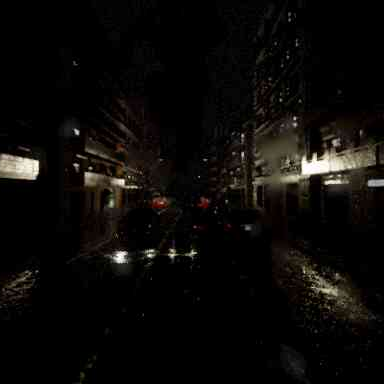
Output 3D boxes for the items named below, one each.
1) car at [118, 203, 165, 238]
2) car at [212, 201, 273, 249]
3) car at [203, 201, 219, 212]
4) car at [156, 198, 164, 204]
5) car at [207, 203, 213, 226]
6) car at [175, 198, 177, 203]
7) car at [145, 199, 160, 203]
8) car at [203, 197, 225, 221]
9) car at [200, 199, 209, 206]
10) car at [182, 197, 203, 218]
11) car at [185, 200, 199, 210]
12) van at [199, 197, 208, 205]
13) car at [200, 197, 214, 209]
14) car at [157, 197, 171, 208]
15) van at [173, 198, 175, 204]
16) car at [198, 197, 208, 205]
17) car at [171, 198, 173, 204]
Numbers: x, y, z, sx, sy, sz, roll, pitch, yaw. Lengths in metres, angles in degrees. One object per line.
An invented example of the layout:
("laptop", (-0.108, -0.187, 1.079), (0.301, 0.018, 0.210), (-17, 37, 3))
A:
("car", (-2.856, 1.645, 18.919), (1.882, 1.535, 5.008), (0, -1, 0))
("car", (2.257, 1.490, 15.470), (2.097, 1.767, 4.553), (0, -1, 0))
("car", (2.544, 1.986, 45.161), (1.802, 1.307, 4.206), (-1, -1, 0))
("car", (-5.337, 1.948, 45.250), (1.887, 1.381, 4.507), (-1, -1, 0))
("car", (2.548, 1.833, 28.168), (1.802, 1.307, 4.206), (-1, -1, 0))
("car", (-5.349, 2.202, 84.808), (1.967, 1.590, 4.097), (-1, -1, 0))
("car", (-5.336, 1.897, 39.598), (1.887, 1.381, 4.507), (-1, -1, 0))
("car", (2.543, 1.617, 33.835), (2.192, 1.841, 5.009), (-1, -1, 0))
("car", (2.538, 2.191, 67.817), (1.802, 1.307, 4.206), (-1, -1, 0))
("car", (0.037, 1.565, 38.398), (2.150, 2.045, 5.566), (0, 0, 1))
("car", (-0.014, 2.022, 51.171), (1.994, 1.385, 4.181), (0, -1, 0))
("van", (2.533, 2.001, 73.483), (1.690, 1.788, 3.998), (-1, -1, 0))
("car", (2.537, 1.821, 56.491), (2.192, 1.841, 5.009), (-1, -1, 0))
("car", (-5.343, 1.821, 56.553), (2.192, 1.841, 5.009), (-1, -1, 0))
("van", (-5.347, 2.000, 73.507), (1.690, 1.788, 3.998), (-1, -1, 0))
("car", (2.531, 2.027, 79.148), (2.192, 1.841, 5.009), (-1, -1, 0))
("car", (-5.343, 2.132, 67.684), (1.752, 1.417, 4.829), (-1, -1, 0))
